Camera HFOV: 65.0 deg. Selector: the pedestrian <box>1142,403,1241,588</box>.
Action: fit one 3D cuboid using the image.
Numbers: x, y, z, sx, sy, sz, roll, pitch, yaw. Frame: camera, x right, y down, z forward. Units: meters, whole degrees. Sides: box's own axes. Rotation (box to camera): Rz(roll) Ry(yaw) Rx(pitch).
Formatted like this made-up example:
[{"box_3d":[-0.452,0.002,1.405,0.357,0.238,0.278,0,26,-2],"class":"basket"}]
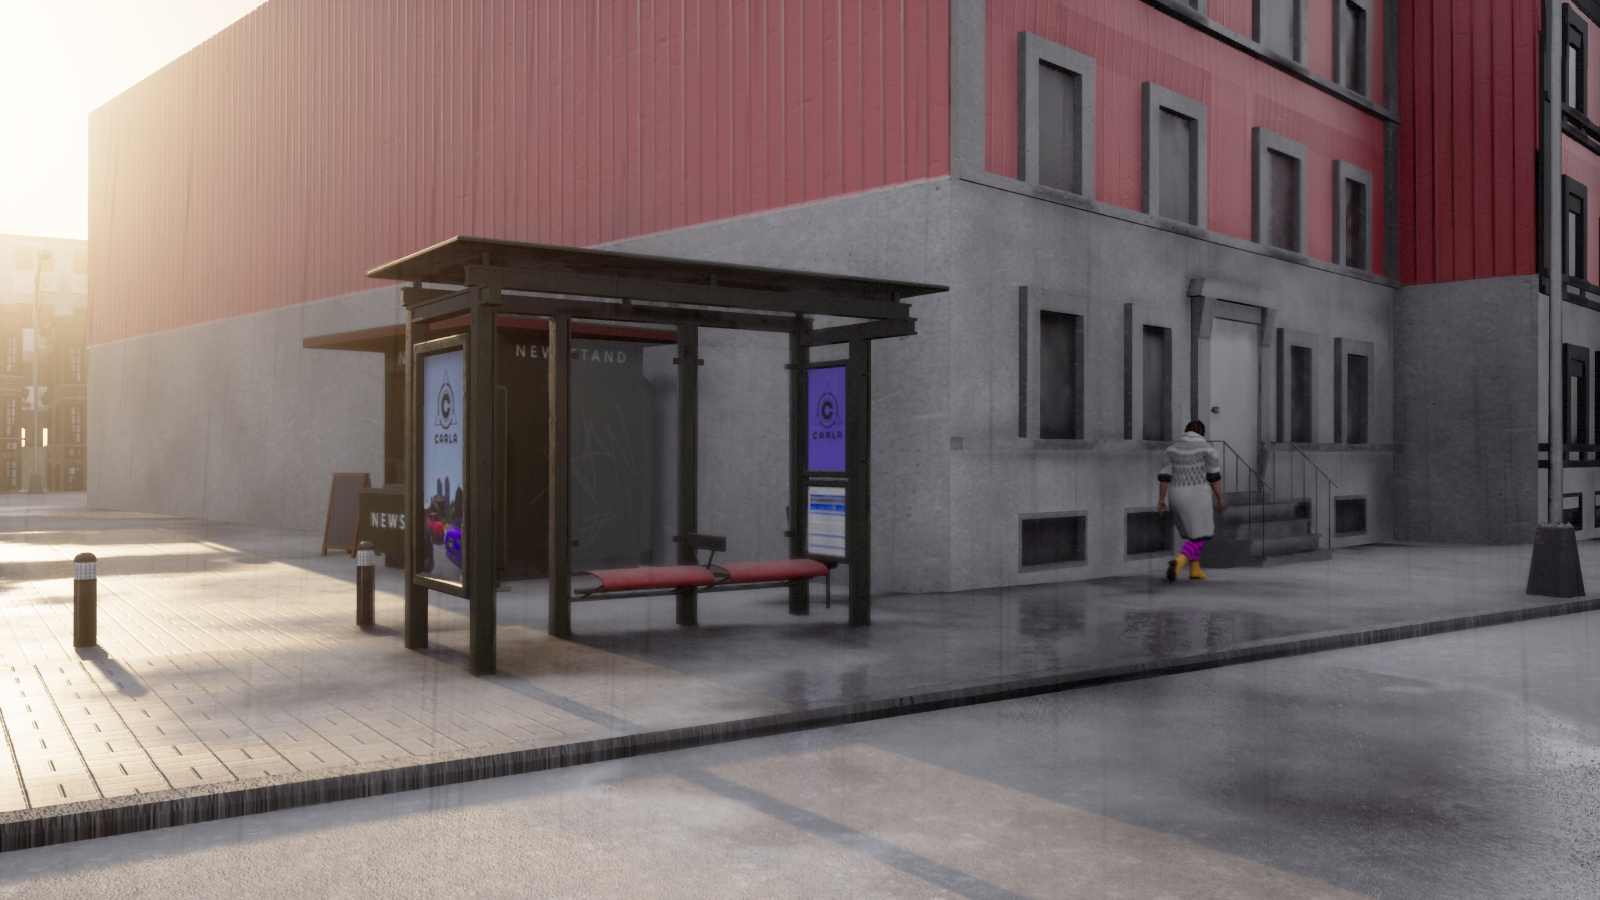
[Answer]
[{"box_3d":[4.300,0.479,13.806,0.873,1.952,0.659,0,0,-39],"class":"pedestrian"}]
